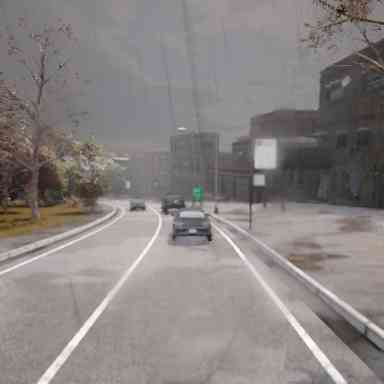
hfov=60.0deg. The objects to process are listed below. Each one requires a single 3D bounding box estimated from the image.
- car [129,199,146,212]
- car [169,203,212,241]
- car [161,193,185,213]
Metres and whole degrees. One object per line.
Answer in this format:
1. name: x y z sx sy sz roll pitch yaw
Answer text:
1. car: -6.518 1.534 39.918 2.033 1.411 5.357 -1 0 -11
2. car: -0.063 1.491 16.468 1.812 1.442 4.674 0 0 -2
3. car: -2.124 1.138 36.478 2.150 2.045 5.566 -1 0 -10
